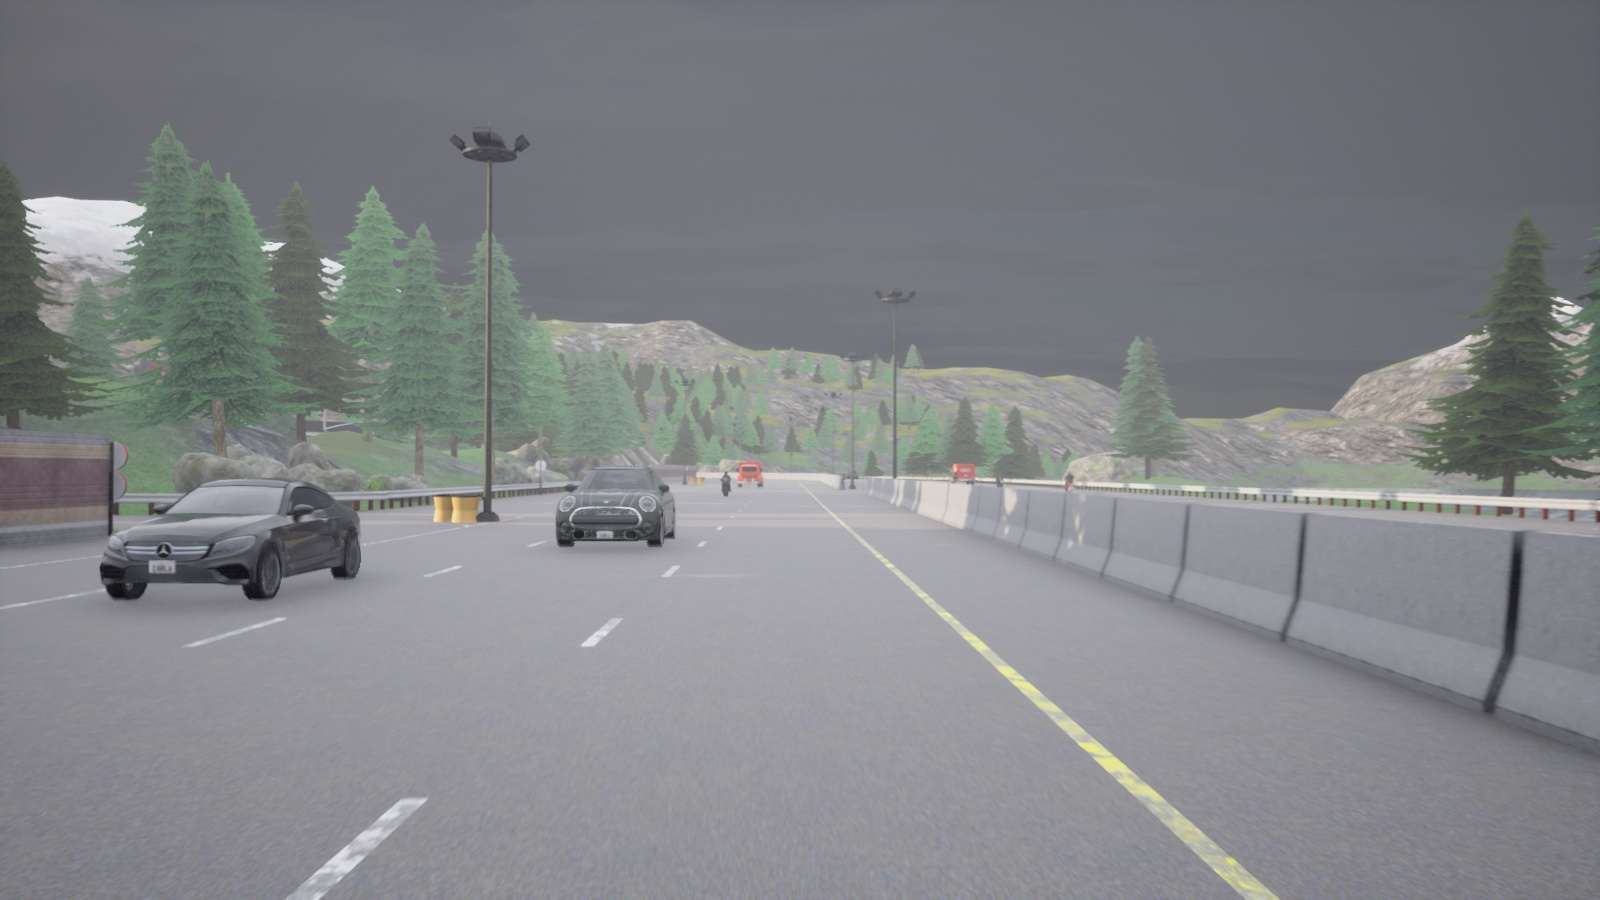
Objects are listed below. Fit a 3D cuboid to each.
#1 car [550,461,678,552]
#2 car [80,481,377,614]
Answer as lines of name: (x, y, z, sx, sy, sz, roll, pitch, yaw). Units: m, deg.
car: (-3.841, 1.138, 26.685, 2.097, 1.767, 4.553, 0, -1, -1)
car: (-7.208, 1.152, 16.445, 1.812, 1.442, 4.674, 0, -1, -1)
